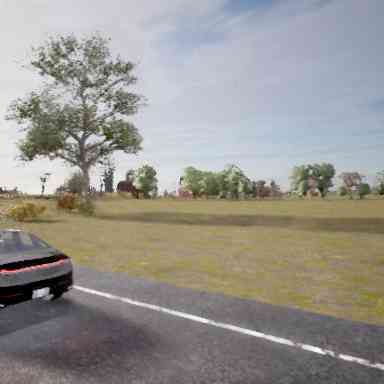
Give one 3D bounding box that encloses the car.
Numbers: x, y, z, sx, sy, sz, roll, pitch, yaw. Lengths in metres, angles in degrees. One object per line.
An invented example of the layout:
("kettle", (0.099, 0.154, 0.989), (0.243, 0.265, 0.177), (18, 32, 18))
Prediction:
("car", (-4.576, 1.545, 7.186), (4.902, 1.511, 2.128), (0, 0, 36))
